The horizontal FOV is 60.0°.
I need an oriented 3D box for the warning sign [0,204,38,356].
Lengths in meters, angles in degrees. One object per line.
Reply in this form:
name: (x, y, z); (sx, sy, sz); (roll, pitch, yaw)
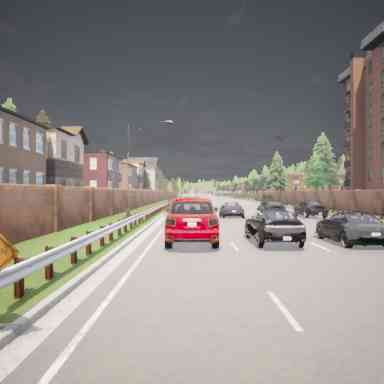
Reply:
warning sign: (-3.050, 1.115, 4.646); (1.300, 1.860, 1.060); (0, 0, 0)

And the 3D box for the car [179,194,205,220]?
car: (0.000, 1.258, 29.680); (2.150, 2.045, 5.566); (0, 0, 0)

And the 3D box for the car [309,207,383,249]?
car: (7.000, 1.573, 14.650); (1.994, 1.385, 4.181); (0, 0, 0)

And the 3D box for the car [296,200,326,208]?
car: (10.500, 1.517, 29.650); (1.837, 1.490, 4.892); (0, 0, 0)

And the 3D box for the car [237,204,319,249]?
car: (3.500, 1.496, 14.650); (2.128, 1.511, 4.902); (0, 0, 0)

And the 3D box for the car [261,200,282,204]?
car: (7.000, 1.517, 29.650); (1.837, 1.490, 4.892); (0, 0, 0)

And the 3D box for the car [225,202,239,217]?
car: (3.500, 1.573, 29.650); (1.994, 1.385, 4.181); (0, 0, 0)

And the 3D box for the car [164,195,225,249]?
car: (0.000, 1.258, 14.680); (2.150, 2.045, 5.566); (0, 0, 0)
